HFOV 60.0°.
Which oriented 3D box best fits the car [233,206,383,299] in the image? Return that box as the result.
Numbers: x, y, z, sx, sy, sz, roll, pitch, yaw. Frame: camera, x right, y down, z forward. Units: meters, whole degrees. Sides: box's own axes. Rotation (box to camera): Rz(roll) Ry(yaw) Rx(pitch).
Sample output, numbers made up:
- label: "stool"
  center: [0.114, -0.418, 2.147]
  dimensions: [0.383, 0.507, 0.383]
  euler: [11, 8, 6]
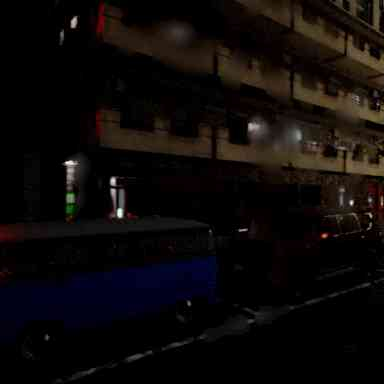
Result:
- label: "car"
  center: [3.062, 1.346, 8.744]
  dimensions: [5.009, 1.841, 2.192]
  euler: [0, 1, -36]

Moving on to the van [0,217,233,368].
- label: "van"
  center: [-1.441, 1.357, 5.506]
  dimensions: [3.998, 1.788, 1.690]
  euler: [0, 1, -36]
